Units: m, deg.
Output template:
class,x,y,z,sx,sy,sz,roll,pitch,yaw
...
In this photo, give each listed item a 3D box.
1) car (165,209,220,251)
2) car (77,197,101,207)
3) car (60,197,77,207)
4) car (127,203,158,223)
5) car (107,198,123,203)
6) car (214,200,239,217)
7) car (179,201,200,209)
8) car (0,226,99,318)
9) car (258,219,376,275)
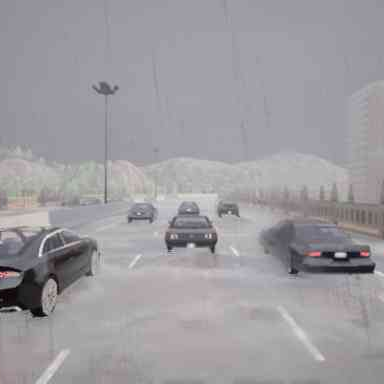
class,x,y,z,sx,sy,sz,roll,pitch,yaw
car,-0.052,1.597,13.946,1.895,1.301,4.718,0,0,-1
car,-14.681,1.491,48.821,2.128,1.511,4.902,0,0,0
car,-18.191,1.505,50.053,1.837,1.490,4.892,0,0,0
car,-3.703,1.543,25.515,2.033,1.411,5.357,0,0,-1
car,-11.178,1.543,48.322,2.033,1.411,5.357,0,0,0
car,3.225,1.494,30.993,1.837,1.490,4.892,0,0,-1
car,-0.281,1.556,31.491,1.994,1.385,4.181,0,0,-1
car,-3.483,1.493,7.389,2.128,1.511,4.902,0,0,-1
car,3.494,1.542,10.400,2.033,1.411,5.357,0,0,-1
